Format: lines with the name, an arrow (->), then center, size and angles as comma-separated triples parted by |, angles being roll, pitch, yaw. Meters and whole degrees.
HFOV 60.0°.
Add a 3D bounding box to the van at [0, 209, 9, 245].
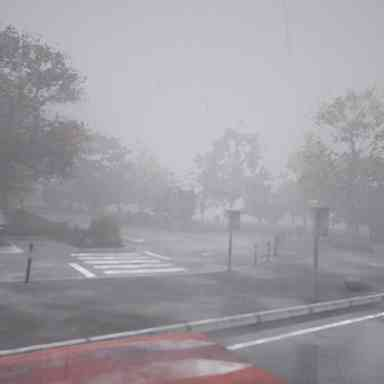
van -> -11.484, 1.794, 18.410 | 1.878, 1.987, 4.442 | 9, -5, -35
